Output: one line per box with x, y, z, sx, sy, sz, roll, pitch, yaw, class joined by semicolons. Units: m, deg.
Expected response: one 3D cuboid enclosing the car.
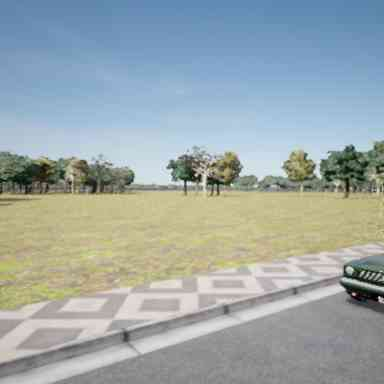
5.211;1.606;7.099;4.718;1.301;1.895;0;0;-36;car
